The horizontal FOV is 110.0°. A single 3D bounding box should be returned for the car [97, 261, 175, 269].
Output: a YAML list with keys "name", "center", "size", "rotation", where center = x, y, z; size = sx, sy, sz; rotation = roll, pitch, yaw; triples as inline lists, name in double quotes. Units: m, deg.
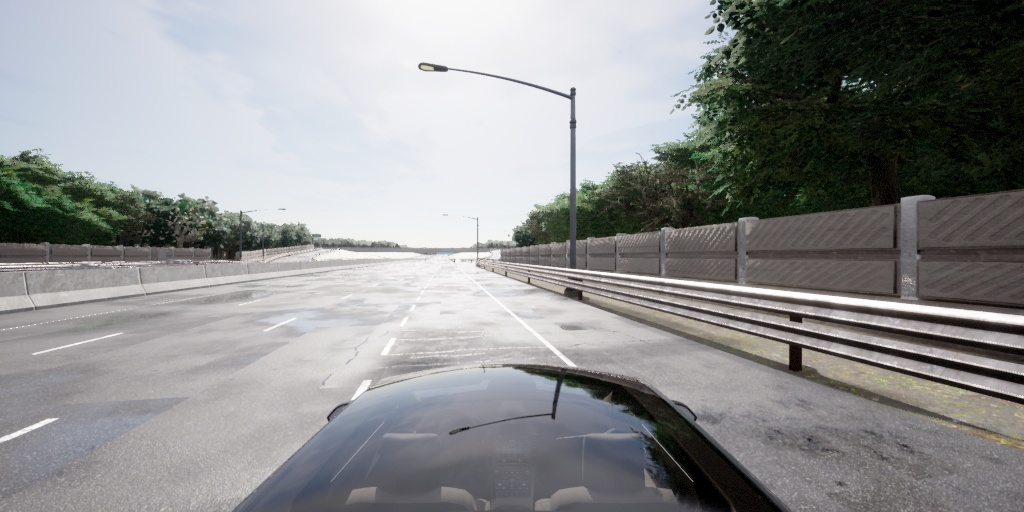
- name: "car"
  center: [-29.825, 1.327, 28.650]
  size: [1.994, 1.385, 4.181]
  rotation: [0, 0, -10]

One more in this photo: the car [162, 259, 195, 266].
- name: "car"
  center: [-34.858, 1.125, 36.664]
  size: [2.097, 1.767, 4.553]
  rotation: [0, 0, -10]

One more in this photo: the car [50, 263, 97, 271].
- name: "car"
  center: [-37.419, 1.330, 31.230]
  size: [1.994, 1.385, 4.181]
  rotation: [0, 0, -10]
